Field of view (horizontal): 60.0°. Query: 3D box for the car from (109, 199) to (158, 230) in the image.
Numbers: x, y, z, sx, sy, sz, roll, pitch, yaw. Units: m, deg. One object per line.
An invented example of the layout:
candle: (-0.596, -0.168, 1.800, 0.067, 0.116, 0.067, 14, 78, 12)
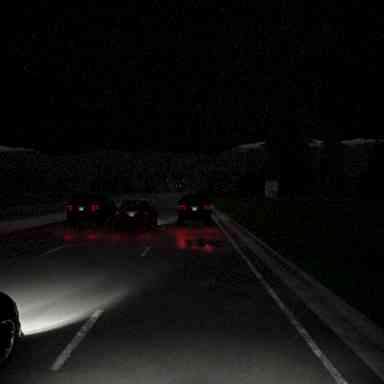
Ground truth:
car: (-3.337, 1.288, 20.529, 2.097, 1.767, 4.553, 0, 0, 0)

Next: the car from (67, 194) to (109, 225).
car: (-6.831, 1.149, 23.218, 2.150, 2.045, 5.566, 0, 0, 0)

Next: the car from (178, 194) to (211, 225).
car: (0.170, 1.150, 23.247, 2.150, 2.045, 5.566, 0, 0, 0)

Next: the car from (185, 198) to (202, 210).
car: (0.196, 1.441, 40.638, 1.994, 1.385, 4.181, 0, 0, 0)

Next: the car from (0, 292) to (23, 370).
car: (-3.356, 1.553, 2.954, 1.994, 1.385, 4.181, 0, 0, 0)
